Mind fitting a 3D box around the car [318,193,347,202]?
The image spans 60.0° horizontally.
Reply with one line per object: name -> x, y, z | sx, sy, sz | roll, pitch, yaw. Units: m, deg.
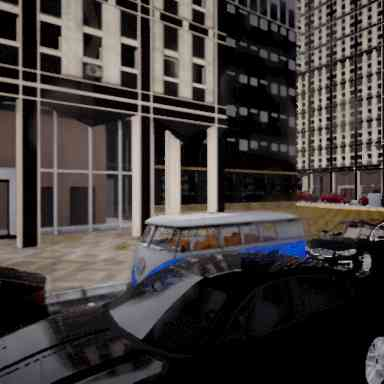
car -> 23.768, 0.914, 56.275 | 1.802, 1.307, 4.206 | 1, 0, -36

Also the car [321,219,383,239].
car -> 5.285, 1.535, 10.330 | 4.403, 1.369, 2.008 | 0, 0, -35

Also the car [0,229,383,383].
car -> 0.362, 1.474, 3.634 | 5.008, 1.535, 1.882 | 0, 0, -35

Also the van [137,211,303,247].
van -> 0.686, 1.334, 7.050 | 3.998, 1.788, 1.690 | 0, 0, -36

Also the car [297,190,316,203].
car -> 17.000, 0.671, 51.342 | 2.192, 1.841, 5.009 | 1, 0, -36

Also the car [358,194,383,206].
car -> 23.491, 1.011, 42.282 | 1.967, 1.590, 4.097 | 1, 0, -36

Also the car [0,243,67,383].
car -> -3.912, 1.568, 3.769 | 4.313, 1.339, 1.947 | 0, 0, -36

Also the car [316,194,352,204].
car -> 20.240, 1.045, 46.813 | 1.802, 1.307, 4.206 | 1, 0, -36
